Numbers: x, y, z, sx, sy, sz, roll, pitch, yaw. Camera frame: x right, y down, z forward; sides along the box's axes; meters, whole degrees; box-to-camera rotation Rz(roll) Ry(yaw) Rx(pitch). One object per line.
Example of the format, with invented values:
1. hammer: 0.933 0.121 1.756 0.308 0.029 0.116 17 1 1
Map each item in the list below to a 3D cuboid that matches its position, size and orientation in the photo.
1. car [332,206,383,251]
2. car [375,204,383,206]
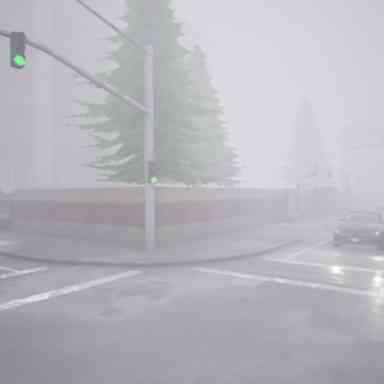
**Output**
1. car: 7.555 1.555 14.562 1.812 1.442 4.674 -1 0 36
2. car: 12.957 1.507 22.061 1.882 1.535 5.008 -1 0 36
